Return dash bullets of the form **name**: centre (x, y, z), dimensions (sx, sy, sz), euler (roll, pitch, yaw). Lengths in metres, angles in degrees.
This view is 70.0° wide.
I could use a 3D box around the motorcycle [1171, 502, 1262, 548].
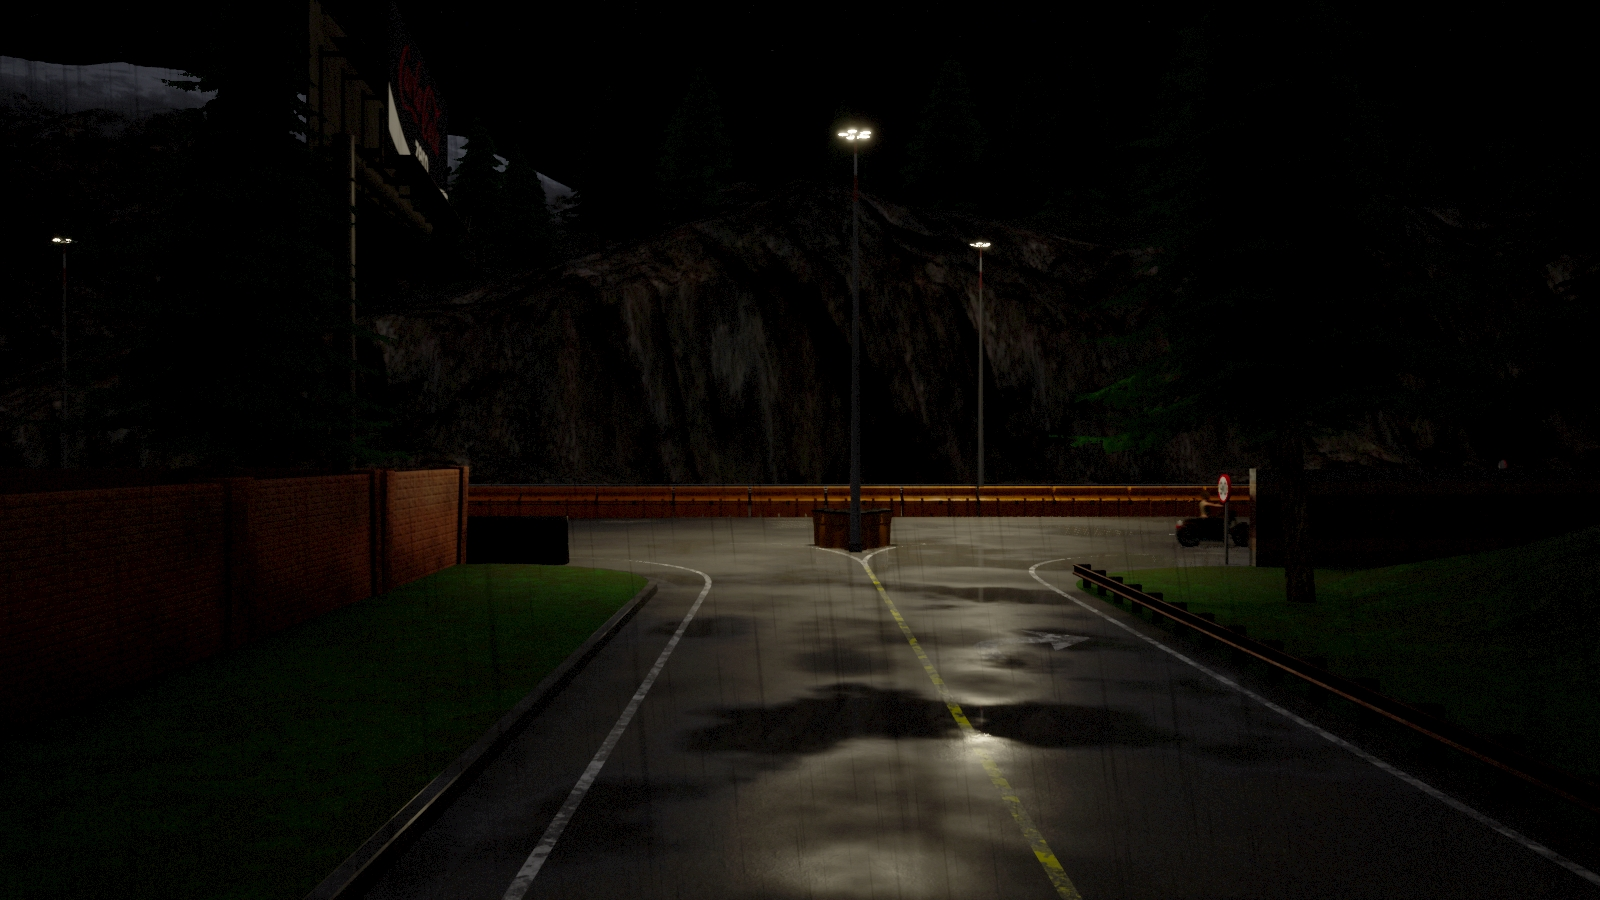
- **motorcycle**: centre (12.057, 2.170, 33.091), dimensions (2.356, 1.277, 0.764), euler (0, 1, -3)
